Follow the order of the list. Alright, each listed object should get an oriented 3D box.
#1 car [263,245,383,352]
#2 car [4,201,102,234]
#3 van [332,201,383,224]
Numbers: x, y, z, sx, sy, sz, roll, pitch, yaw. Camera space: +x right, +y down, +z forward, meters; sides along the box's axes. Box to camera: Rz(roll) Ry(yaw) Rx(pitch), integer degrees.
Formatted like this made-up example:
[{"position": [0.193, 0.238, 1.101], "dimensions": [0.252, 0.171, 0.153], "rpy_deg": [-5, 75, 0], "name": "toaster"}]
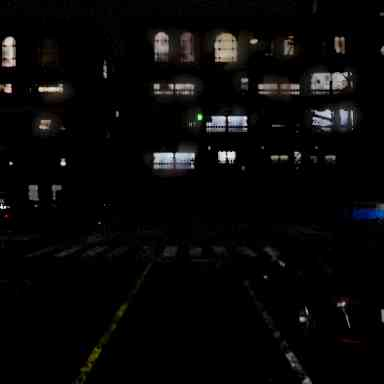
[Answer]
[{"position": [2.576, 1.634, 6.308], "dimensions": [1.947, 1.339, 4.313], "rpy_deg": [1, -1, 0], "name": "car"}, {"position": [-8.472, 1.569, 20.474], "dimensions": [5.566, 2.045, 2.150], "rpy_deg": [0, -1, 0], "name": "car"}, {"position": [13.095, 1.566, 25.879], "dimensions": [3.998, 1.788, 1.690], "rpy_deg": [0, -1, 0], "name": "van"}]
